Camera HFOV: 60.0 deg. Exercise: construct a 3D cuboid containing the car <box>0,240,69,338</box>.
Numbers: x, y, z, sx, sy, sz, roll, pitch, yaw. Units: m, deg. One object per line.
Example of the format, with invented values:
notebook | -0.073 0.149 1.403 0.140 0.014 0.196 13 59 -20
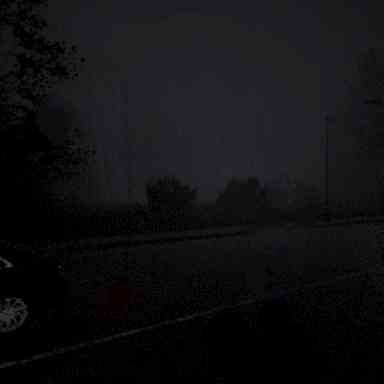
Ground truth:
car | -4.480 1.502 5.062 4.892 1.490 1.837 0 0 -35
